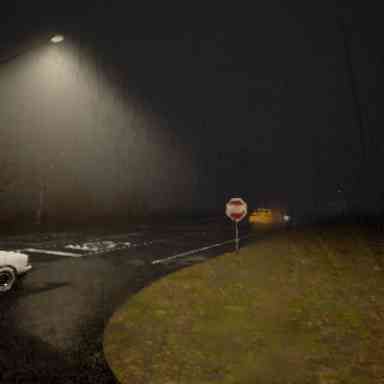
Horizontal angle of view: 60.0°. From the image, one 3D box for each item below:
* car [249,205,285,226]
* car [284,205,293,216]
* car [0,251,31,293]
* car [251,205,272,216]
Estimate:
[{"bbox_3d":[6.892,2.298,30.895,1.882,1.535,5.008,-1,-2,29],"label":"car"},{"bbox_3d":[14.239,2.831,51.490,1.882,1.535,5.008,-1,-2,29],"label":"car"},{"bbox_3d":[-6.116,1.795,7.268,1.895,1.301,4.718,-1,-2,29],"label":"car"},{"bbox_3d":[11.173,2.871,53.178,1.882,1.535,5.008,-1,-2,29],"label":"car"}]
